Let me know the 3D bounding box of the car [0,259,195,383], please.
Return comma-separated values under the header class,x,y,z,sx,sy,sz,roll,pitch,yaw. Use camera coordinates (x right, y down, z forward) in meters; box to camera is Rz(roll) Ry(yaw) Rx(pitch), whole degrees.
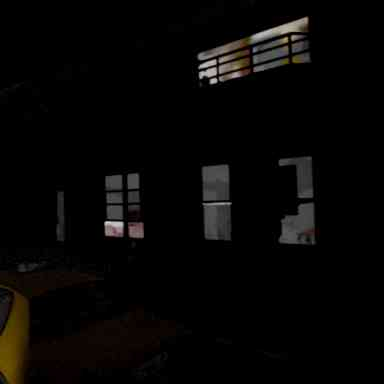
class,x,y,z,sx,sy,sz,roll,pitch,yaw
car,-2.247,1.566,4.350,4.829,1.417,1.752,-1,-2,36
